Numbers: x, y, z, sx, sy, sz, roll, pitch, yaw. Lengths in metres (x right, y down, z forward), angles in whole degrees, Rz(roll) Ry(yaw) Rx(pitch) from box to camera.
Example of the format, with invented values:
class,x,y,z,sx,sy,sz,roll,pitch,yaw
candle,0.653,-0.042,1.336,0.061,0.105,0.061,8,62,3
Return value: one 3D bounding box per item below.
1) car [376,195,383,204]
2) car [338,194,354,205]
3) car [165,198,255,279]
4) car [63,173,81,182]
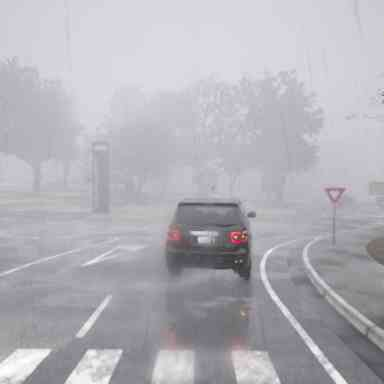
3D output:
class,x,y,z,sx,sy,sz,roll,pitch,yaw
car,30.235,1.124,50.957,5.008,1.535,1.882,2,1,-35
car,21.788,1.012,47.748,2.128,1.511,4.902,1,2,40
car,0.751,1.195,10.282,2.150,2.045,5.566,0,0,10
car,-31.043,-3.425,88.766,2.231,1.521,4.892,7,6,28
